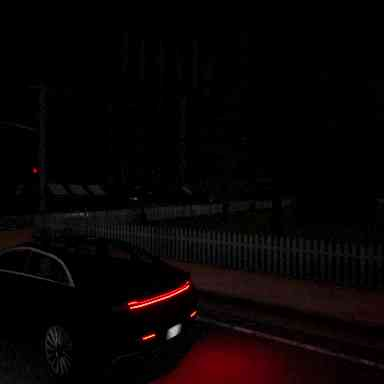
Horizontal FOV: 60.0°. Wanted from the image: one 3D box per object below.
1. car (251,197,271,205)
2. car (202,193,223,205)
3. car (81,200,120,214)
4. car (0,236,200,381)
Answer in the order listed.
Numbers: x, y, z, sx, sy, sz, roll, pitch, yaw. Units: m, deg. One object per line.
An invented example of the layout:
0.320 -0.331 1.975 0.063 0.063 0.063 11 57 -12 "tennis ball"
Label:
11.408 1.547 54.409 2.033 1.411 5.357 0 0 34 "car"
3.640 1.351 55.650 2.097 1.767 4.553 0 0 34 "car"
-9.810 1.564 35.820 1.994 1.385 4.181 0 0 34 "car"
-2.185 1.491 5.497 4.902 1.511 2.128 0 0 36 "car"
